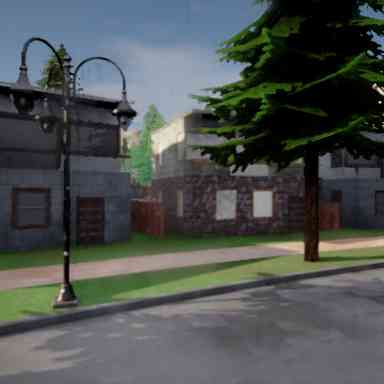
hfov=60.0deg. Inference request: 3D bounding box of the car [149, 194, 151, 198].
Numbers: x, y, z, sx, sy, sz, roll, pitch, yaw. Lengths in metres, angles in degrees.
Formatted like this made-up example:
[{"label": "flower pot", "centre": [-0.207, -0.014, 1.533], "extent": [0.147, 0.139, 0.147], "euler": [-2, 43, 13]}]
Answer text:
[{"label": "car", "centre": [-9.285, 1.270, 78.721], "extent": [1.905, 1.878, 3.866], "euler": [0, 0, -13]}]
